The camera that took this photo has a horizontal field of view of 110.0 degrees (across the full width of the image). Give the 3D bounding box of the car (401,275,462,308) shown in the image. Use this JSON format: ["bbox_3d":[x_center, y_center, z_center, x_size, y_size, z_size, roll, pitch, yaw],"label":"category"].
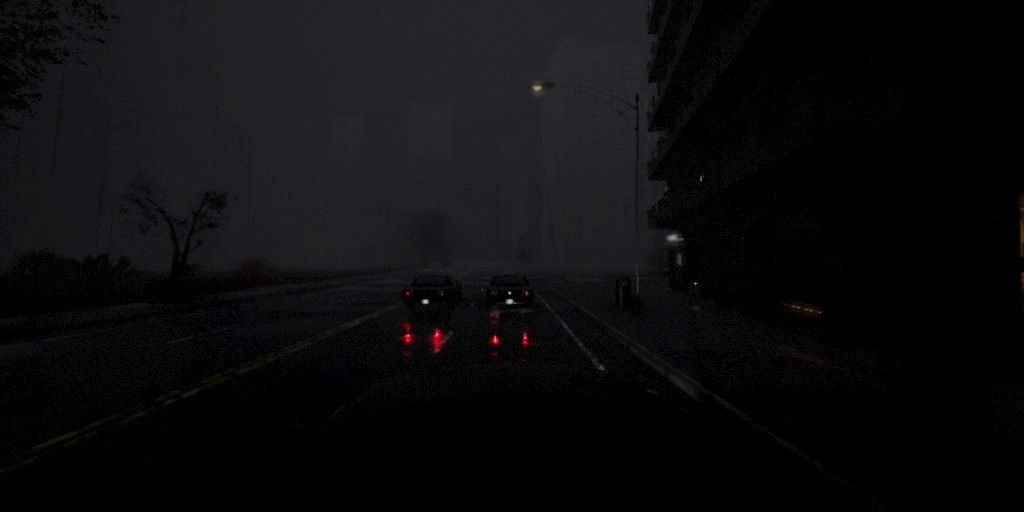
[{"bbox_3d":[-3.368,1.485,16.031,1.895,1.301,4.718,0,0,-1],"label":"car"}]

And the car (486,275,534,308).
[{"bbox_3d":[-0.119,1.485,16.093,1.895,1.301,4.718,0,0,-1],"label":"car"}]

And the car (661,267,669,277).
[{"bbox_3d":[16.726,1.322,34.914,4.097,1.591,1.967,0,0,13],"label":"car"}]
